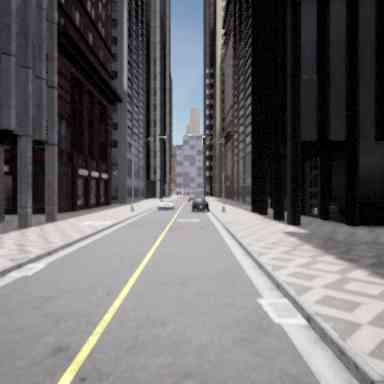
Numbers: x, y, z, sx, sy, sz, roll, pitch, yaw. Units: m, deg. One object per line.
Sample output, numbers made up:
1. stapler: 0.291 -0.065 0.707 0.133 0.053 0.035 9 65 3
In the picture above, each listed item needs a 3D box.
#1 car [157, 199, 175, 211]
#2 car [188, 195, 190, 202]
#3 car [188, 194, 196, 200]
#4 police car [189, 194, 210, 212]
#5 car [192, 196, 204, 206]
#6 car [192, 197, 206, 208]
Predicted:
1. car: -3.073 1.500 39.763 1.895 1.301 4.718 0 0 0
2. car: 0.032 1.359 71.253 1.895 1.301 4.718 0 0 0
3. car: 0.040 1.273 87.820 1.994 1.385 4.181 0 0 0
4. police car: 0.917 1.330 37.151 1.930 1.638 5.238 0 0 0
5. car: 0.923 1.384 53.041 1.837 1.490 4.892 0 0 0
6. car: 0.922 1.413 47.041 1.812 1.442 4.674 0 0 0
